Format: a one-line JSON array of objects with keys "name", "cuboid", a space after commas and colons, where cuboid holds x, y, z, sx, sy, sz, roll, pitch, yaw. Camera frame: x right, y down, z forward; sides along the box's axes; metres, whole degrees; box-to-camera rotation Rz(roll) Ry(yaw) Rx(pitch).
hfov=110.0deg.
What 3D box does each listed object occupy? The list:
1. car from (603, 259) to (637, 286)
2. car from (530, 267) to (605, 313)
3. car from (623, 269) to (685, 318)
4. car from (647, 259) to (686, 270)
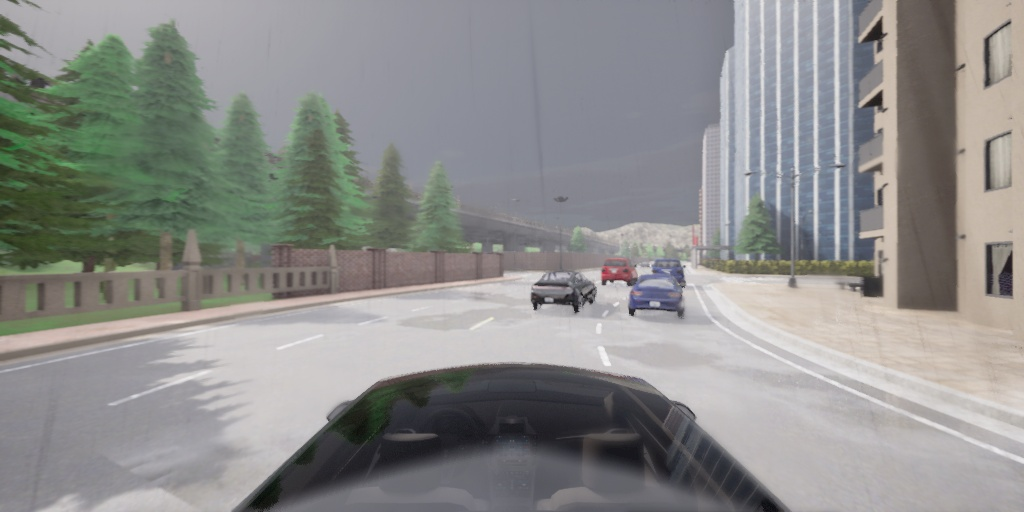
[{"name": "car", "cuboid": [8.485, 1.244, 28.234, 2.150, 2.045, 5.566, 0, 0, 25]}, {"name": "car", "cuboid": [2.278, 1.373, 14.983, 2.128, 1.511, 4.902, 0, 0, 23]}, {"name": "car", "cuboid": [5.549, 1.408, 13.724, 1.812, 1.442, 4.674, 0, 0, 23]}, {"name": "car", "cuboid": [11.657, 1.243, 26.741, 2.150, 2.045, 5.566, 0, 0, 26]}]
